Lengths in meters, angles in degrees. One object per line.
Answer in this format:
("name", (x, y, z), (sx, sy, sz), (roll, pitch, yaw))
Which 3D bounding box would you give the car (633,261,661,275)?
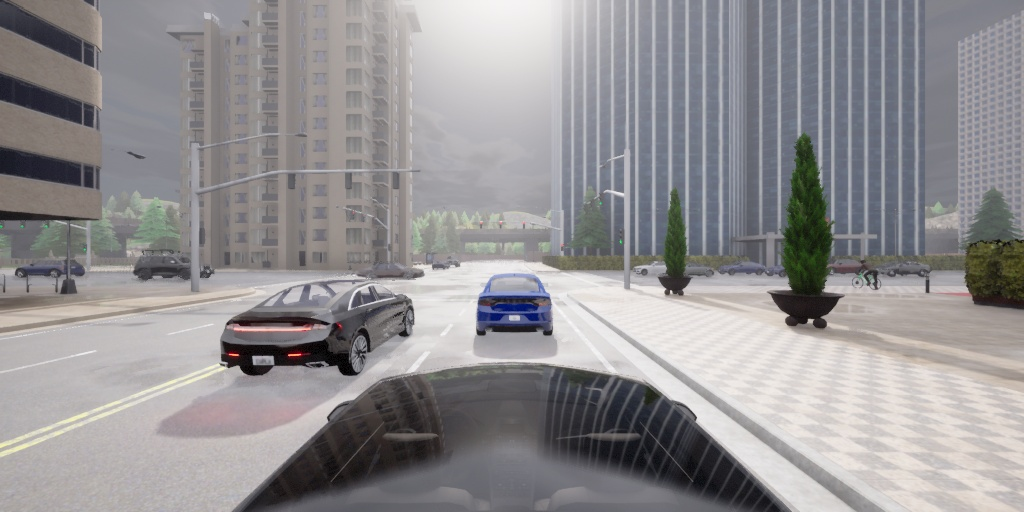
("car", (15.191, 1.276, 37.824), (4.674, 1.442, 1.812), (0, 0, -1))

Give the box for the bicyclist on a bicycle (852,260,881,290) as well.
("bicyclist on a bicycle", (19.632, 1.051, 19.886), (0.582, 1.620, 1.656), (0, 0, -1))

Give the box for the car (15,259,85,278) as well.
("car", (-43.384, 1.102, 33.694), (4.553, 1.767, 2.097), (0, 0, -1))

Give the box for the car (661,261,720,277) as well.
("car", (16.994, 1.314, 34.343), (4.181, 1.385, 1.994), (0, 0, -1))

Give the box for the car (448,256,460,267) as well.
("car", (-10.588, 0.971, 64.249), (2.150, 2.045, 5.566), (0, 0, 0))

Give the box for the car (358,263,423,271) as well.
("car", (-10.213, 1.298, 30.353), (5.357, 1.411, 2.033), (0, 0, -1))

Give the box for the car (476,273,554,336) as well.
("car", (0.071, 1.228, 10.455), (1.882, 1.535, 5.008), (0, 0, 0))

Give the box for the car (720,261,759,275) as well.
("car", (24.274, 1.276, 37.917), (4.674, 1.442, 1.812), (0, 0, 0))

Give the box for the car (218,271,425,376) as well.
("car", (-3.446, 1.242, 7.416), (2.128, 1.511, 4.902), (0, 0, 0))

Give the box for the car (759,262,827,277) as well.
("car", (26.913, 1.276, 34.440), (4.674, 1.442, 1.812), (0, 0, 0))

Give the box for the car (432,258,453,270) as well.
("car", (-10.621, 1.351, 53.575), (1.895, 1.301, 4.718), (0, 0, 0))

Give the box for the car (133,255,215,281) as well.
("car", (-28.348, 0.971, 30.165), (5.566, 2.045, 2.150), (0, 0, -1))

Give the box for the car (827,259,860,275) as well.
("car", (34.359, 1.102, 38.014), (4.553, 1.767, 2.097), (0, 0, 0))

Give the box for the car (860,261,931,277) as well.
("car", (37.234, 1.242, 34.538), (4.902, 1.511, 2.128), (0, 0, 0))
